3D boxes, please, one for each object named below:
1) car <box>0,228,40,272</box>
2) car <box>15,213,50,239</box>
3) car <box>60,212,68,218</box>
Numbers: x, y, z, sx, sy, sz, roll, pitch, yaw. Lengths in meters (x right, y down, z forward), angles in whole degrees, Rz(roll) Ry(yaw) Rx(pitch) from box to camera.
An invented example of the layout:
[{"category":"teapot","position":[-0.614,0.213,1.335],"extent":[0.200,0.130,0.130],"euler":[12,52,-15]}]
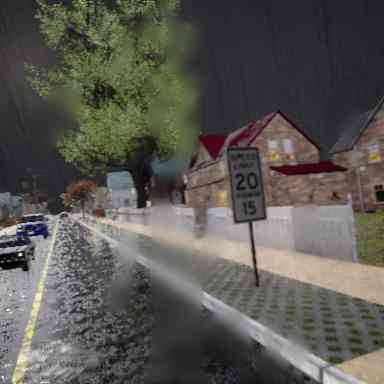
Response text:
[{"category":"car","position":[-7.572,2.481,13.614],"extent":[1.895,1.301,4.718],"euler":[-5,-1,-22]},{"category":"car","position":[-13.005,2.835,27.341],"extent":[2.150,2.045,5.566],"euler":[-5,-1,-22]},{"category":"car","position":[-32.929,5.977,85.692],"extent":[1.882,1.535,5.008],"euler":[-5,-1,-22]}]
